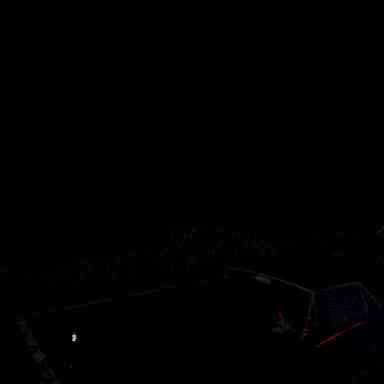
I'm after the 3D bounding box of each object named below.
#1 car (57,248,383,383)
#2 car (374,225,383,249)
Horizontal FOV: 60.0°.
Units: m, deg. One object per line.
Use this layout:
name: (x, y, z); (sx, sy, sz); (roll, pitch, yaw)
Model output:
car: (0.965, 1.600, 4.064); (4.718, 1.301, 1.895); (0, 0, -35)
car: (8.882, 1.438, 12.969); (4.097, 1.590, 1.967); (0, -1, -35)
